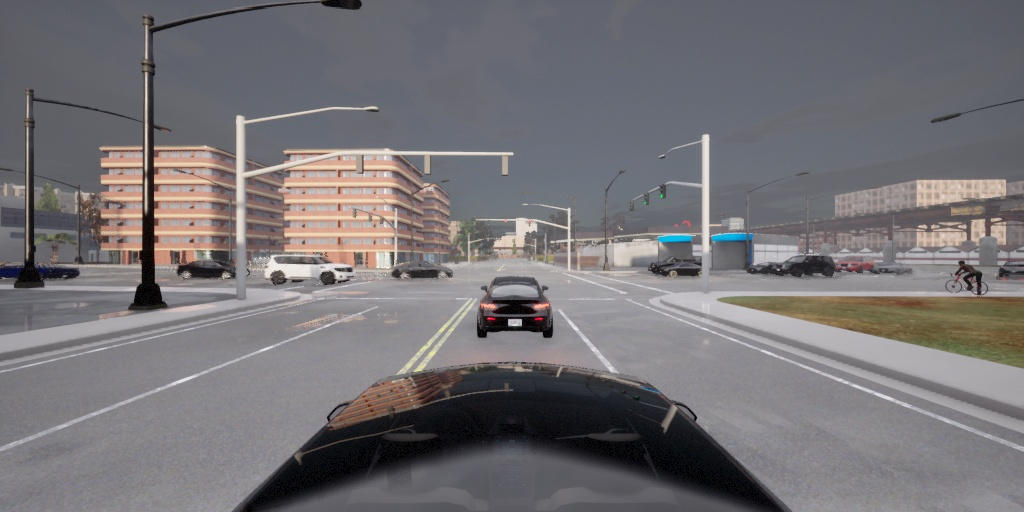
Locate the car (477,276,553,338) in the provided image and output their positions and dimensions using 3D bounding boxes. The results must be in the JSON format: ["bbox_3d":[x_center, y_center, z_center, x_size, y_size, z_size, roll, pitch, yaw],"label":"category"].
[{"bbox_3d":[0.075,1.276,10.079,1.812,1.442,4.674,0,0,0],"label":"car"}]

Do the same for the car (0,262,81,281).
[{"bbox_3d":[-33.059,1.037,24.782,4.718,1.301,1.895,1,0,1],"label":"car"}]

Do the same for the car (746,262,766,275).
[{"bbox_3d":[27.104,1.314,37.802,4.181,1.385,1.994,0,0,-9],"label":"car"}]

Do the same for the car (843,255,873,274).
[{"bbox_3d":[39.606,0.966,41.366,5.566,2.045,2.150,-1,0,-27],"label":"car"}]

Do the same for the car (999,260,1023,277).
[{"bbox_3d":[47.797,1.241,33.834,4.902,1.511,2.128,0,0,-30],"label":"car"}]

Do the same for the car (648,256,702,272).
[{"bbox_3d":[17.194,0.971,37.399,5.566,2.045,2.150,0,0,1],"label":"car"}]

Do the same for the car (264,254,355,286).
[{"bbox_3d":[-13.698,0.911,24.409,5.566,2.045,2.150,0,0,1],"label":"car"}]

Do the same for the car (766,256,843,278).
[{"bbox_3d":[27.935,0.974,34.305,5.566,2.045,2.150,0,0,-8],"label":"car"}]

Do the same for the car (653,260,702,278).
[{"bbox_3d":[16.105,1.314,33.965,4.181,1.385,1.994,0,0,0],"label":"car"}]

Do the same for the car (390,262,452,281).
[{"bbox_3d":[-7.356,1.215,29.272,4.892,1.490,1.837,0,2,-19],"label":"car"}]

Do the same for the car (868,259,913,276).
[{"bbox_3d":[40.125,1.312,37.819,4.181,1.385,1.994,0,0,-25],"label":"car"}]

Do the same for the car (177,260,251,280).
[{"bbox_3d":[-23.245,1.065,28.099,5.008,1.535,1.882,1,0,1],"label":"car"}]

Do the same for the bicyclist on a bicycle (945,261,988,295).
[{"bbox_3d":[21.913,1.050,17.313,0.582,1.620,1.656,0,0,0],"label":"bicyclist on a bicycle"}]
